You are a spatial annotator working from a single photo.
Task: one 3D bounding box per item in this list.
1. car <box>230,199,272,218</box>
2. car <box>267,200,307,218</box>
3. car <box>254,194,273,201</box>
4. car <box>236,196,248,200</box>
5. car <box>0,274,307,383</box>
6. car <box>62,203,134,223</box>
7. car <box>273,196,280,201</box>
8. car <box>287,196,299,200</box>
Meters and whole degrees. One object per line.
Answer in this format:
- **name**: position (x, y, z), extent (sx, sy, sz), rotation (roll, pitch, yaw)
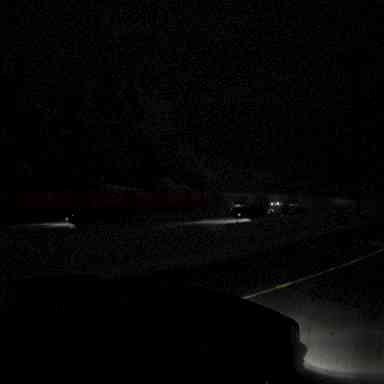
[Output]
- **car**: position (5.247, 1.619, 30.141), extent (1.895, 1.301, 4.718), rotation (0, 0, 34)
- **car**: position (8.394, 1.619, 28.574), extent (1.895, 1.301, 4.718), rotation (0, 0, 33)
- **car**: position (10.447, 1.251, 49.311), extent (2.150, 2.045, 5.566), rotation (0, 0, 16)
- **car**: position (9.442, 1.541, 62.557), extent (1.837, 1.490, 4.892), rotation (0, 0, 7)
- **car**: position (-1.249, 1.548, 3.008), extent (5.357, 1.411, 2.033), rotation (0, 0, -37)
- **car**: position (-7.143, 1.557, 25.842), extent (2.033, 1.411, 5.357), rotation (0, 0, 45)
- **car**: position (17.330, 1.595, 69.907), extent (1.994, 1.385, 4.181), rotation (0, 0, 6)
- **car**: position (20.623, 1.540, 67.763), extent (1.837, 1.490, 4.892), rotation (0, 0, 6)
